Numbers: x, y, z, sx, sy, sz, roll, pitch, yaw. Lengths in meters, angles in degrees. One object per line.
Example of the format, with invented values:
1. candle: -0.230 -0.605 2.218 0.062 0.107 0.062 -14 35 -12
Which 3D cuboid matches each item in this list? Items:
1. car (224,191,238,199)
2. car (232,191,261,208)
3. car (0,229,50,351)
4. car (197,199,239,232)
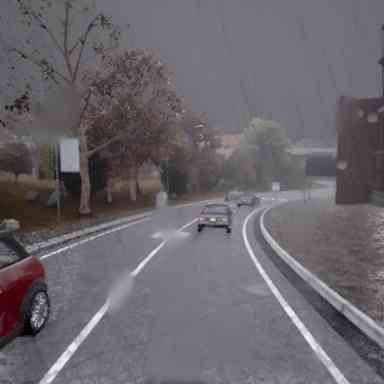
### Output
1. car: 5.976 0.601 45.895 1.837 1.490 4.892 2 2 26
2. car: 6.564 1.000 38.197 2.033 1.411 5.357 2 2 21
3. car: -3.459 1.337 3.626 2.097 1.767 4.553 0 0 2
4. car: 1.462 1.417 19.410 2.033 1.411 5.357 1 1 9
